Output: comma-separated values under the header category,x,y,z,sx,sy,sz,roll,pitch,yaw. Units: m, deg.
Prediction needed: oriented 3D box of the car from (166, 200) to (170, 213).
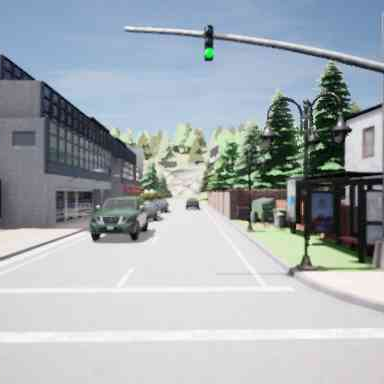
category,x,y,z,sx,sy,sz,roll,pitch,yaw
car,-3.596,1.536,37.774,2.128,1.511,4.902,0,0,0

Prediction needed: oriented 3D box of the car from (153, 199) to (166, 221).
category,x,y,z,sx,sy,sz,roll,pitch,yaw
car,-3.608,1.523,27.506,2.128,1.511,4.902,0,0,0

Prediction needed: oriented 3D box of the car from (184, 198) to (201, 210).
category,x,y,z,sx,sy,sz,roll,pitch,yaw
car,0.084,1.566,44.320,1.837,1.490,4.892,0,0,0

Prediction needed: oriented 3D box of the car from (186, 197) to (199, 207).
category,x,y,z,sx,sy,sz,roll,pitch,yaw
car,0.072,1.621,54.741,2.033,1.411,5.357,0,0,0

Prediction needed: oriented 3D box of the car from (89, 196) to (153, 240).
category,x,y,z,sx,sy,sz,roll,pitch,yaw
car,-3.606,1.240,17.456,2.150,2.045,5.566,0,0,0
